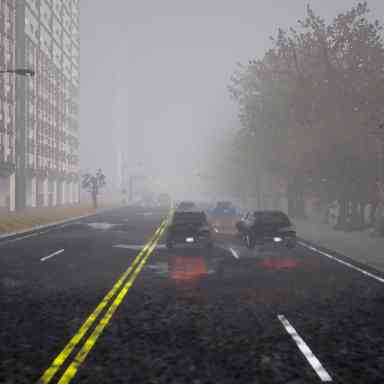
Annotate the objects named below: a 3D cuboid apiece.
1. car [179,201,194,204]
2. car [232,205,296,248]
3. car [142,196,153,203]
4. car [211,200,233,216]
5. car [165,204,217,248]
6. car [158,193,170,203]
[{"bbox_3d":[-0.478,1.532,29.727,1.812,1.442,4.674,0,0,-2],"label":"car"},{"bbox_3d":[3.130,1.514,14.757,1.837,1.490,4.892,0,0,-1],"label":"car"},{"bbox_3d":[-8.956,1.468,67.507,1.882,1.535,5.008,0,0,-4],"label":"car"},{"bbox_3d":[2.736,1.488,29.844,1.812,1.442,4.674,-3,-2,-2],"label":"car"},{"bbox_3d":[-0.120,1.514,14.706,1.837,1.490,4.892,0,0,-1],"label":"car"},{"bbox_3d":[-5.717,1.228,67.738,2.150,2.045,5.566,0,0,-4],"label":"car"}]
